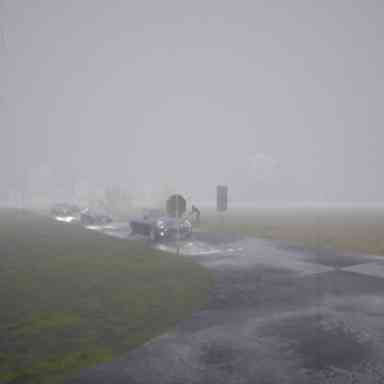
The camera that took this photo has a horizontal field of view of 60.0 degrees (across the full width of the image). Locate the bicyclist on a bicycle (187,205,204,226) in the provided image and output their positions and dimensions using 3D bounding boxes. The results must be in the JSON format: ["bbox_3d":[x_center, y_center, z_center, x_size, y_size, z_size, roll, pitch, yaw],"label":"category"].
[{"bbox_3d":[0.257,1.883,26.345,1.656,1.620,0.582,0,-1,-32],"label":"bicyclist on a bicycle"}]

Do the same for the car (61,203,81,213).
[{"bbox_3d":[-18.438,2.423,50.459,1.895,1.301,4.718,1,-1,-32],"label":"car"}]

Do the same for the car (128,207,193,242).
[{"bbox_3d":[-1.848,1.654,18.437,2.097,1.767,4.553,1,-1,-32],"label":"car"}]

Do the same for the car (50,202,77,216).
[{"bbox_3d":[-16.264,2.165,41.509,2.128,1.511,4.902,1,-1,-32],"label":"car"}]

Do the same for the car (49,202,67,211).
[{"bbox_3d":[-23.690,2.518,58.834,2.033,1.411,5.357,1,-1,-32],"label":"car"}]

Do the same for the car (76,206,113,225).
[{"bbox_3d":[-8.344,1.993,28.826,1.812,1.442,4.674,1,-1,-32],"label":"car"}]
